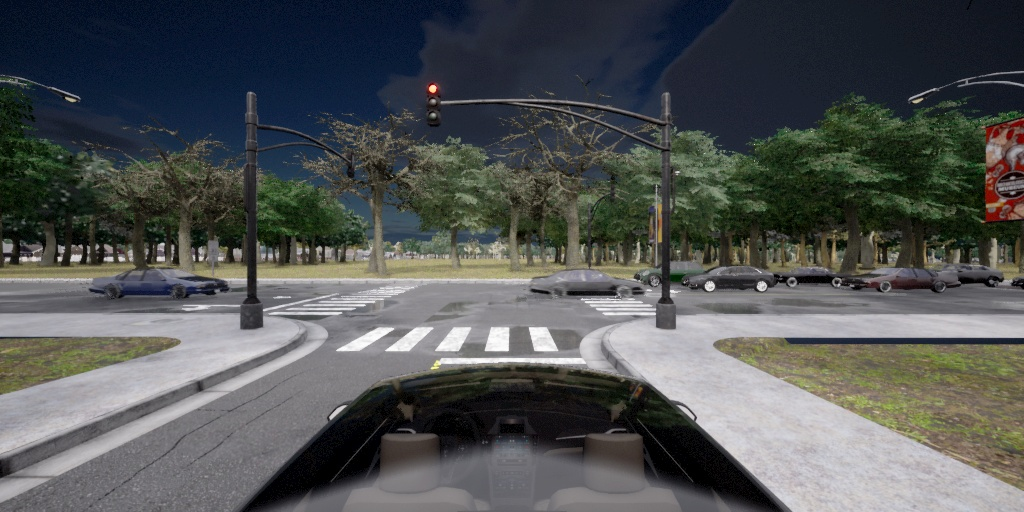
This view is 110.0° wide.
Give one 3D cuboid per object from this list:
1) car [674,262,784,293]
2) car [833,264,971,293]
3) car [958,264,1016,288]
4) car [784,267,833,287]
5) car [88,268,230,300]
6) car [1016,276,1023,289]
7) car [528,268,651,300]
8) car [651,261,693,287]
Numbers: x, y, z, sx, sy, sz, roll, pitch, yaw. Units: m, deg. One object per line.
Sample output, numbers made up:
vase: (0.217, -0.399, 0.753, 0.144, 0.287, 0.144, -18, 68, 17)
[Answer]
car: (12.326, 1.269, 20.565, 4.892, 1.490, 1.837, 0, 0, 0)
car: (22.187, 1.327, 20.569, 5.357, 1.411, 2.033, 0, 0, 0)
car: (29.398, 1.278, 23.819, 4.902, 1.511, 2.128, 0, 0, 0)
car: (19.462, 1.371, 23.820, 4.718, 1.301, 1.895, 0, 0, 0)
car: (-16.709, 1.280, 17.097, 5.357, 1.411, 2.033, 0, 0, 0)
car: (32.403, 1.344, 20.564, 5.357, 1.411, 2.033, 0, 0, 0)
car: (3.440, 1.303, 17.114, 5.357, 1.411, 2.033, 0, 0, 0)
car: (10.478, 1.109, 23.813, 4.553, 1.767, 2.097, 0, 0, 0)
